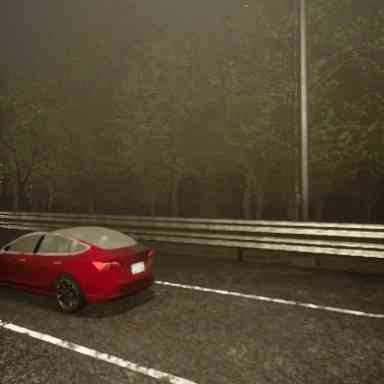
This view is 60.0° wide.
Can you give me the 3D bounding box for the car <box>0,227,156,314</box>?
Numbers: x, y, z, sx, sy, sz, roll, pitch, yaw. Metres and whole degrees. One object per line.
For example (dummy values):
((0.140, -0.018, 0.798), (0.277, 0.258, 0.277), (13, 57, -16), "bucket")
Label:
((-3.071, 1.557, 7.732), (4.792, 1.488, 2.163), (-1, 0, 30), "car")
